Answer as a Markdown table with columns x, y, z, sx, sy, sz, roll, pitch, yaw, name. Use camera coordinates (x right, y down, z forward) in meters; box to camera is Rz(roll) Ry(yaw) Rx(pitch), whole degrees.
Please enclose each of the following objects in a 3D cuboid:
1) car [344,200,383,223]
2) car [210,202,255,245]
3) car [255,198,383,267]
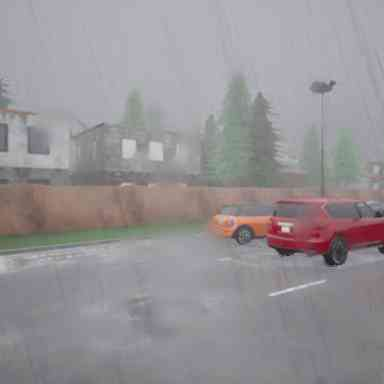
| x | y | z | sx | sy | sz | roll | pitch | yaw | name |
| --- | --- | --- | --- | --- | --- | --- | --- | --- | --- |
| 14.401 | 1.500 | 26.737 | 4.892 | 1.490 | 1.837 | -1 | 0 | -37 | car |
| 3.175 | 1.348 | 15.581 | 4.553 | 1.767 | 2.097 | 0 | 0 | -27 | car |
| 5.060 | 1.221 | 11.708 | 5.566 | 2.045 | 2.150 | 0 | 0 | -35 | car |
